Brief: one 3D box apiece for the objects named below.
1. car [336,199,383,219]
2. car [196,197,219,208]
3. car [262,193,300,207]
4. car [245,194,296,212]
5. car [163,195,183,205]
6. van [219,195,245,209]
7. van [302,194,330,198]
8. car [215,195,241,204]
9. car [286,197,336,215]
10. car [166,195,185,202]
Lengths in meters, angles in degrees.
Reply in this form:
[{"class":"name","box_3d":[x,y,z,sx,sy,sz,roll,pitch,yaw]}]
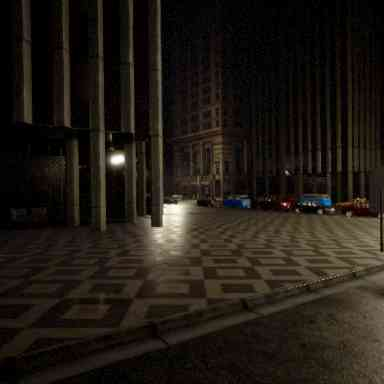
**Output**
[{"class":"car","box_3d":[15.358,1.567,28.899,1.887,1.381,4.507,-1,1,-36]},{"class":"car","box_3d":[2.441,1.371,46.832,1.967,1.590,4.097,-1,1,-36]},{"class":"car","box_3d":[12.600,1.130,47.321,2.192,1.841,5.009,-1,1,-36]},{"class":"car","box_3d":[8.898,1.290,37.864,2.192,1.841,5.009,-1,1,-36]},{"class":"car","box_3d":[-4.017,1.438,55.800,2.008,1.369,4.403,-1,1,-36]},{"class":"van","box_3d":[5.669,1.294,42.348,1.690,1.788,3.998,-1,1,-36]},{"class":"van","box_3d":[15.827,1.178,42.837,1.690,1.788,3.998,-1,1,-36]},{"class":"car","box_3d":[6.048,1.296,56.429,1.752,1.417,4.829,-1,1,-36]},{"class":"car","box_3d":[12.129,1.549,33.383,2.008,1.369,4.403,-1,1,-36]},{"class":"car","box_3d":[-3.535,1.256,69.745,2.008,1.369,4.403,-1,1,-36]}]
